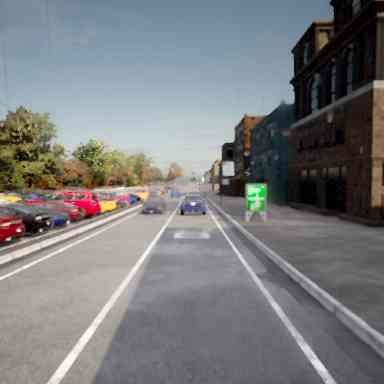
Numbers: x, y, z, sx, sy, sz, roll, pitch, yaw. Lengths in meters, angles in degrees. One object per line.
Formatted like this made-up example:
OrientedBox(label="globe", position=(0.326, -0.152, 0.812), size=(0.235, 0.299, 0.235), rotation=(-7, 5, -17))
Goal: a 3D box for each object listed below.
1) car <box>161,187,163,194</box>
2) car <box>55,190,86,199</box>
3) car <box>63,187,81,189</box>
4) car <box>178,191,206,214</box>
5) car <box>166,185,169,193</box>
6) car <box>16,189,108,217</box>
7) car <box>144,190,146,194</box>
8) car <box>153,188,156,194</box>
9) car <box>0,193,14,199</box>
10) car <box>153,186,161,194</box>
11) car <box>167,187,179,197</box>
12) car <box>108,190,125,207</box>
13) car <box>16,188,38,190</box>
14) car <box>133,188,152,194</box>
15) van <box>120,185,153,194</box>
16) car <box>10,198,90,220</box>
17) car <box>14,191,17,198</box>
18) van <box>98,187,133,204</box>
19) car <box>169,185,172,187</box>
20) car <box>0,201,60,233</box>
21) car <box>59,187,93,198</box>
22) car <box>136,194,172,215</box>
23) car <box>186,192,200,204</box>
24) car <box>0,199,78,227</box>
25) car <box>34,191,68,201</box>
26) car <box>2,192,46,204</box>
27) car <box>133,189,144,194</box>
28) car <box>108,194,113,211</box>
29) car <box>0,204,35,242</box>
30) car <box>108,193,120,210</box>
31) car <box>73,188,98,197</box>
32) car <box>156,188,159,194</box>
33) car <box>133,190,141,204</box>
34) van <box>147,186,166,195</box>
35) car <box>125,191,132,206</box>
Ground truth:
OrientedBox(label="car", position=(-9.193, 0.188, 69.570), size=(4.892, 1.521, 2.231), rotation=(0, 1, 1))
OrientedBox(label="car", position=(-22.349, 0.386, 61.323), size=(5.008, 1.535, 2.097), rotation=(0, 1, 1))
OrientedBox(label="car", position=(-22.338, 0.329, 58.536), size=(4.553, 1.767, 2.185), rotation=(0, 1, 1))
OrientedBox(label="car", position=(0.129, 0.967, 29.497), size=(2.097, 1.767, 4.553), rotation=(0, 2, 1))
OrientedBox(label="car", position=(-9.056, -0.343, 80.693), size=(5.566, 2.045, 2.435), rotation=(0, 1, 1))
OrientedBox(label="car", position=(-9.627, 0.983, 25.045), size=(5.566, 2.045, 2.435), rotation=(0, 1, 1))
OrientedBox(label="car", position=(-9.396, 0.764, 47.312), size=(4.674, 1.452, 2.002), rotation=(0, 1, 1))
OrientedBox(label="car", position=(-9.261, 0.488, 58.441), size=(4.792, 1.488, 2.163), rotation=(0, 1, 1))
OrientedBox(label="car", position=(-22.578, 1.017, 36.268), size=(4.674, 1.452, 2.002), rotation=(0, 1, 1))
OrientedBox(label="car", position=(-9.182, 0.130, 66.783), size=(4.553, 1.767, 2.185), rotation=(0, 1, 1))
OrientedBox(label="car", position=(-3.110, 0.309, 62.921), size=(1.882, 1.535, 5.008), rotation=(0, 1, 1))
OrientedBox(label="car", position=(-9.492, 0.922, 33.269), size=(4.553, 1.767, 2.185), rotation=(0, 1, 1))
OrientedBox(label="car", position=(-22.444, 0.468, 47.399), size=(5.566, 2.045, 2.435), rotation=(0, 1, 1))
OrientedBox(label="car", position=(-9.182, 0.655, 50.091), size=(5.366, 1.575, 1.946), rotation=(0, 1, 1))
OrientedBox(label="van", position=(-9.199, 0.302, 55.588), size=(4.442, 1.987, 1.878), rotation=(0, 1, 1))
OrientedBox(label="car", position=(-9.622, 1.338, 22.269), size=(4.674, 1.452, 2.002), rotation=(0, 1, 1))
OrientedBox(label="car", position=(-22.555, 0.913, 39.052), size=(5.008, 1.535, 2.097), rotation=(0, 1, 1))
OrientedBox(label="van", position=(-9.587, 0.692, 38.958), size=(4.442, 1.987, 1.878), rotation=(0, 1, 1))
OrientedBox(label="car", position=(-8.985, -0.414, 94.611), size=(4.792, 1.488, 2.163), rotation=(0, 1, 1))
OrientedBox(label="car", position=(-9.671, 1.407, 16.696), size=(5.008, 1.535, 2.097), rotation=(0, 1, 1))
OrientedBox(label="car", position=(-22.290, 0.068, 64.103), size=(5.566, 2.045, 2.435), rotation=(0, 1, 1))
OrientedBox(label="car", position=(-3.238, 1.161, 29.446), size=(2.033, 1.411, 5.357), rotation=(0, 1, 1))
OrientedBox(label="car", position=(0.189, 0.740, 46.071), size=(1.837, 1.490, 4.892), rotation=(0, 1, 0))
OrientedBox(label="car", position=(-9.621, 1.386, 19.483), size=(4.792, 1.488, 2.163), rotation=(0, 1, 1))
OrientedBox(label="car", position=(-22.424, 0.627, 52.973), size=(4.674, 1.452, 2.002), rotation=(0, 1, 1))
OrientedBox(label="car", position=(-22.527, 0.814, 44.619), size=(4.792, 1.488, 2.163), rotation=(0, 1, 1))
OrientedBox(label="car", position=(-9.414, 0.788, 44.527), size=(5.008, 1.535, 2.097), rotation=(0, 1, 1))
OrientedBox(label="car", position=(-9.568, 1.171, 27.833), size=(5.008, 1.535, 2.097), rotation=(0, 1, 1))
OrientedBox(label="car", position=(-9.696, 1.449, 13.907), size=(5.008, 1.535, 2.097), rotation=(0, 1, 0))
OrientedBox(label="car", position=(-9.733, 1.105, 30.617), size=(5.366, 1.575, 1.946), rotation=(0, 1, 1))
OrientedBox(label="car", position=(-22.298, 0.056, 69.674), size=(4.553, 1.767, 2.185), rotation=(0, 1, 1))
OrientedBox(label="car", position=(-9.241, 0.364, 64.006), size=(4.674, 1.452, 2.002), rotation=(0, 1, 1))
OrientedBox(label="car", position=(-9.450, 0.853, 41.745), size=(5.008, 1.535, 2.097), rotation=(0, 1, 1))
OrientedBox(label="van", position=(-8.943, -0.385, 83.350), size=(4.442, 1.987, 1.878), rotation=(0, 1, 1))
OrientedBox(label="car", position=(-9.502, 0.983, 36.180), size=(4.892, 1.521, 2.231), rotation=(0, 1, 1))
